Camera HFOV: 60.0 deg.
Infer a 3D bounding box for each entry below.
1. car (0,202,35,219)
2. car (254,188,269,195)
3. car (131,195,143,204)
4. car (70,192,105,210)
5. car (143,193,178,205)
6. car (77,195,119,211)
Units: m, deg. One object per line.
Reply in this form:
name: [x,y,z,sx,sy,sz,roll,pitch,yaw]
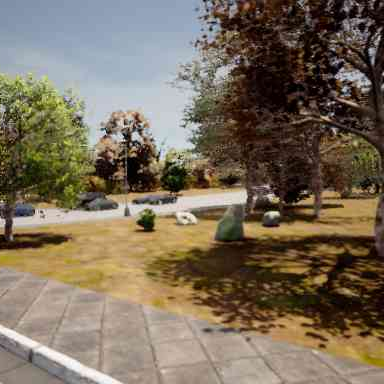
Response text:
car: [-16.873,1.657,30.832,1.994,1.385,4.181,0,1,39]
car: [12.976,-0.200,62.528,1.882,1.535,5.008,0,3,36]
car: [-6.459,1.018,49.339,2.033,1.411,5.357,0,2,39]
car: [-13.145,1.108,41.056,2.150,2.045,5.566,0,2,38]
car: [-4.072,0.984,46.724,1.837,1.490,4.892,0,3,39]
car: [-10.596,1.443,38.633,1.994,1.385,4.181,0,1,39]
